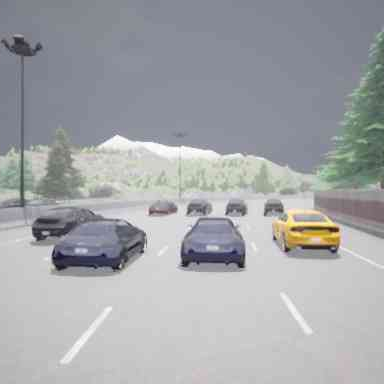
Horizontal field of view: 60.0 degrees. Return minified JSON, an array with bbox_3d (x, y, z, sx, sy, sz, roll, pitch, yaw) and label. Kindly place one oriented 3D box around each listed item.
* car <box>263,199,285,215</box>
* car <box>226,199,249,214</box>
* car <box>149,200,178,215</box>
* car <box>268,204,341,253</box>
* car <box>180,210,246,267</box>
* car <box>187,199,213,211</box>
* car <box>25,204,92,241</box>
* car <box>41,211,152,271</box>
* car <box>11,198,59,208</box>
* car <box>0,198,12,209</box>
[{"bbox_3d":[8.156,1.475,33.082,1.837,1.490,4.892,0,0,15],"label":"car"},{"bbox_3d":[4.483,1.463,32.836,1.837,1.490,4.892,0,0,14],"label":"car"},{"bbox_3d":[-2.752,1.498,32.755,1.994,1.385,4.181,0,0,13],"label":"car"},{"bbox_3d":[4.493,1.469,13.716,1.882,1.535,5.008,0,0,6],"label":"car"},{"bbox_3d":[0.754,1.547,11.436,1.994,1.385,4.181,0,0,5],"label":"car"},{"bbox_3d":[0.810,1.451,32.596,1.837,1.490,4.892,0,0,14],"label":"car"},{"bbox_3d":[-5.776,1.457,16.180,1.837,1.490,4.892,0,0,7],"label":"car"},{"bbox_3d":[-2.802,1.535,10.901,1.994,1.385,4.181,0,0,5],"label":"car"},{"bbox_3d":[-14.122,1.424,31.027,1.812,1.442,4.674,0,0,12],"label":"car"},{"bbox_3d":[-17.426,1.391,32.220,1.837,1.490,4.892,0,0,12],"label":"car"}]
